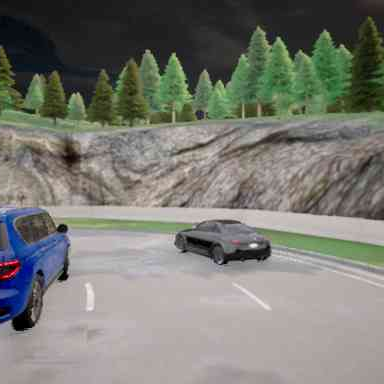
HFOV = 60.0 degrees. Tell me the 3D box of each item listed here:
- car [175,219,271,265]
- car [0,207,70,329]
[{"bbox_3d":[0.990,1.714,12.446,1.994,1.385,4.181,1,-1,-29],"label":"car"},{"bbox_3d":[-4.027,1.307,7.012,2.150,2.045,5.566,1,-1,-12],"label":"car"}]
